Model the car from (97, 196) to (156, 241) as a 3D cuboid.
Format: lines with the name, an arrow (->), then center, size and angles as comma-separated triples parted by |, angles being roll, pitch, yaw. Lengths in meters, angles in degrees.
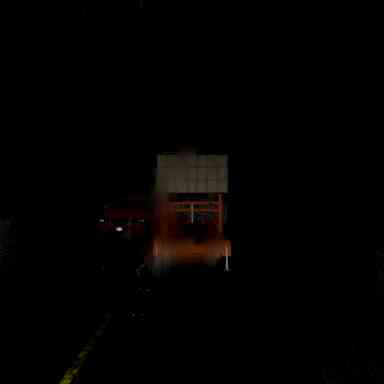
car -> -3.088, 1.224, 16.890 | 2.150, 2.045, 5.566 | 0, 0, 0

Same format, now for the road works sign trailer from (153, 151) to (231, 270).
road works sign trailer -> 0.008, 0.465, 10.955 | 2.380, 3.560, 2.880 | 0, 0, 0

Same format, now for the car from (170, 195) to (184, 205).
car -> -3.018, 1.553, 60.649 | 2.128, 1.511, 4.902 | 0, 0, 0
